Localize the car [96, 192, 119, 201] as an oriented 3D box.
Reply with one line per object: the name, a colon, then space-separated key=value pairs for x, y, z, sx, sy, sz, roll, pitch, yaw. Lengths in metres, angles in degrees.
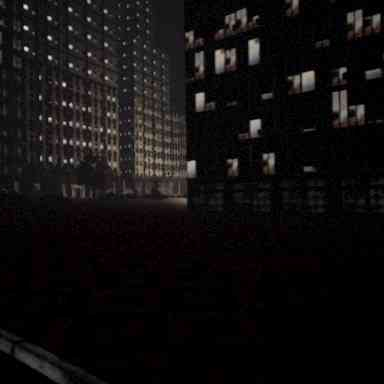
car: x=-16.548 y=0.903 z=65.295 sx=1.967 sy=1.590 sz=4.097 roll=-1 pitch=0 yaw=35

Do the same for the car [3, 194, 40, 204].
car: x=-26.219 y=1.071 z=51.373 sx=1.752 sy=1.417 sz=4.829 roll=-1 pitch=0 yaw=35

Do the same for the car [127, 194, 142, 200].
car: x=-13.354 y=0.982 z=69.888 sx=1.887 sy=1.381 sz=4.507 roll=-1 pitch=0 yaw=35

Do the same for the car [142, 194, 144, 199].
car: x=-10.163 y=0.963 z=74.483 sx=2.008 sy=1.369 sz=4.403 roll=-1 pitch=0 yaw=35

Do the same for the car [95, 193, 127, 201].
car: x=-15.420 y=0.963 z=62.205 sx=2.033 sy=1.411 sz=5.357 roll=-1 pitch=-1 yaw=35

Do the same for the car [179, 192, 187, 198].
car: x=-0.346 y=0.658 z=74.518 sx=1.967 sy=1.590 sz=4.097 roll=-1 pitch=0 yaw=35

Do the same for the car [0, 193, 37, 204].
car: x=-22.667 y=0.845 z=42.426 sx=1.967 sy=1.590 sz=4.097 roll=-1 pitch=0 yaw=35

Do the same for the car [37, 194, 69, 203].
car: x=-19.478 y=0.958 z=47.012 sx=1.802 sy=1.307 sz=4.206 roll=-1 pitch=0 yaw=35

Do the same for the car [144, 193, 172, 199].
car: x=-6.627 y=0.792 z=65.489 sx=1.752 sy=1.417 sz=4.829 roll=-1 pitch=0 yaw=35

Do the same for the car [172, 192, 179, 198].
car: x=-3.781 y=0.803 z=83.671 sx=1.967 sy=1.590 sz=4.097 roll=-1 pitch=0 yaw=35
